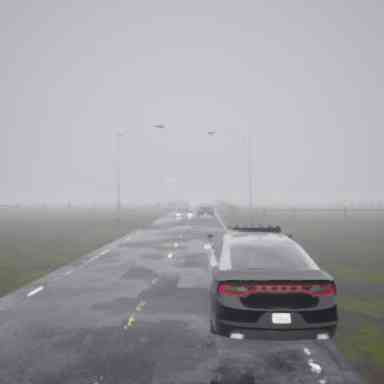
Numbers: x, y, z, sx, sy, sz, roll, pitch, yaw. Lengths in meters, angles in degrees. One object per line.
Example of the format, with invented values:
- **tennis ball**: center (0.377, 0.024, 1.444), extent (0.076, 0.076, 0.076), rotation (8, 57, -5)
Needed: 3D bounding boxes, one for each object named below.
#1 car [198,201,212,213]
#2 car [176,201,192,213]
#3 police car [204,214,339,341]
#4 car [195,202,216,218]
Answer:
- **car**: center (1.780, 2.066, 45.441), extent (1.812, 1.442, 4.674), rotation (-1, -1, 3)
- **car**: center (-1.028, 2.063, 44.683), extent (1.837, 1.490, 4.892), rotation (-1, -1, 2)
- **police car**: center (1.283, 1.502, 7.006), extent (1.930, 1.638, 5.238), rotation (-1, -1, 2)
- **car**: center (1.444, 1.926, 35.233), extent (1.837, 1.490, 4.892), rotation (-1, -1, 2)
